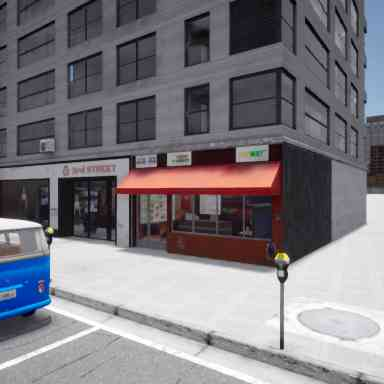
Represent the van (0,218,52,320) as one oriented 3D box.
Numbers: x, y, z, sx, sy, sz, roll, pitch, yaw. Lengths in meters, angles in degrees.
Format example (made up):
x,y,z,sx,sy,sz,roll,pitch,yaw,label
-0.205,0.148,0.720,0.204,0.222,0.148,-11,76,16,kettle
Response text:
x,y,z,sx,sy,sz,roll,pitch,yaw,label
-4.328,1.341,6.165,3.998,1.788,1.690,0,0,36,van
